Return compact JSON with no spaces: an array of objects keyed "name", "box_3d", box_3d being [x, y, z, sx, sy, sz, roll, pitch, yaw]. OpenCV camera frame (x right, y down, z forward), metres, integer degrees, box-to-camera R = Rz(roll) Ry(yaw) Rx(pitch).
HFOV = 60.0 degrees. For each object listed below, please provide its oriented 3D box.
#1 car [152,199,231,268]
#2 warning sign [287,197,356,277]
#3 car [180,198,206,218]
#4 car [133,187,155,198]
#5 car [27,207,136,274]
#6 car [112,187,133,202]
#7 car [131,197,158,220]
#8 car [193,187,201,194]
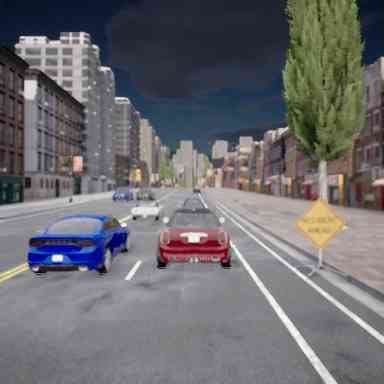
[{"name":"car","box_3d":[0.067,1.274,11.122,2.097,1.767,4.553,0,0,0]},{"name":"warning sign","box_3d":[3.211,1.068,8.378,1.300,1.860,1.060,-1,0,0]},{"name":"car","box_3d":[0.067,1.234,27.155,1.994,1.385,4.181,0,1,0]},{"name":"car","box_3d":[-6.600,0.314,47.862,2.150,2.045,5.566,0,2,0]},{"name":"car","box_3d":[-3.187,1.409,10.349,1.882,1.535,5.008,0,0,0]},{"name":"car","box_3d":[-9.848,0.314,47.858,2.150,2.045,5.566,0,2,0]},{"name":"car","box_3d":[-3.196,1.317,24.862,1.895,1.301,4.718,0,1,0]},{"name":"car","box_3d":[1.113,-0.416,78.359,1.882,1.535,5.008,0,2,0]}]
